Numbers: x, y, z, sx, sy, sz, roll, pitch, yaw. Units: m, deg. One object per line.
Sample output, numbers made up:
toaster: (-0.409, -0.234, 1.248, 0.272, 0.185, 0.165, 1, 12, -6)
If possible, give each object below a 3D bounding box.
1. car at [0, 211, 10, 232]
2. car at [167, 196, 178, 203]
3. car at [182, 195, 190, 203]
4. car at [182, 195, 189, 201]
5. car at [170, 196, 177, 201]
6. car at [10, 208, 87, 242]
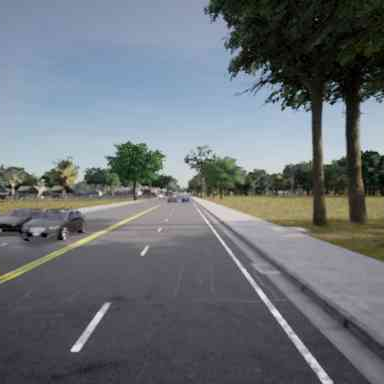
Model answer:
car: (-10.169, 1.673, 20.160, 2.033, 1.411, 5.357, 0, 0, -1)
car: (-4.727, 1.816, 78.182, 2.128, 1.511, 4.902, 0, 0, -1)
car: (-1.478, 1.742, 78.245, 1.882, 1.535, 5.008, 0, 0, -1)
car: (-1.681, 1.659, 88.663, 1.837, 1.490, 4.892, 0, 0, -1)
car: (-4.930, 1.709, 88.600, 1.812, 1.442, 4.674, 0, 0, -1)
car: (-6.872, 1.579, 17.091, 2.128, 1.511, 4.902, 0, 0, -1)
